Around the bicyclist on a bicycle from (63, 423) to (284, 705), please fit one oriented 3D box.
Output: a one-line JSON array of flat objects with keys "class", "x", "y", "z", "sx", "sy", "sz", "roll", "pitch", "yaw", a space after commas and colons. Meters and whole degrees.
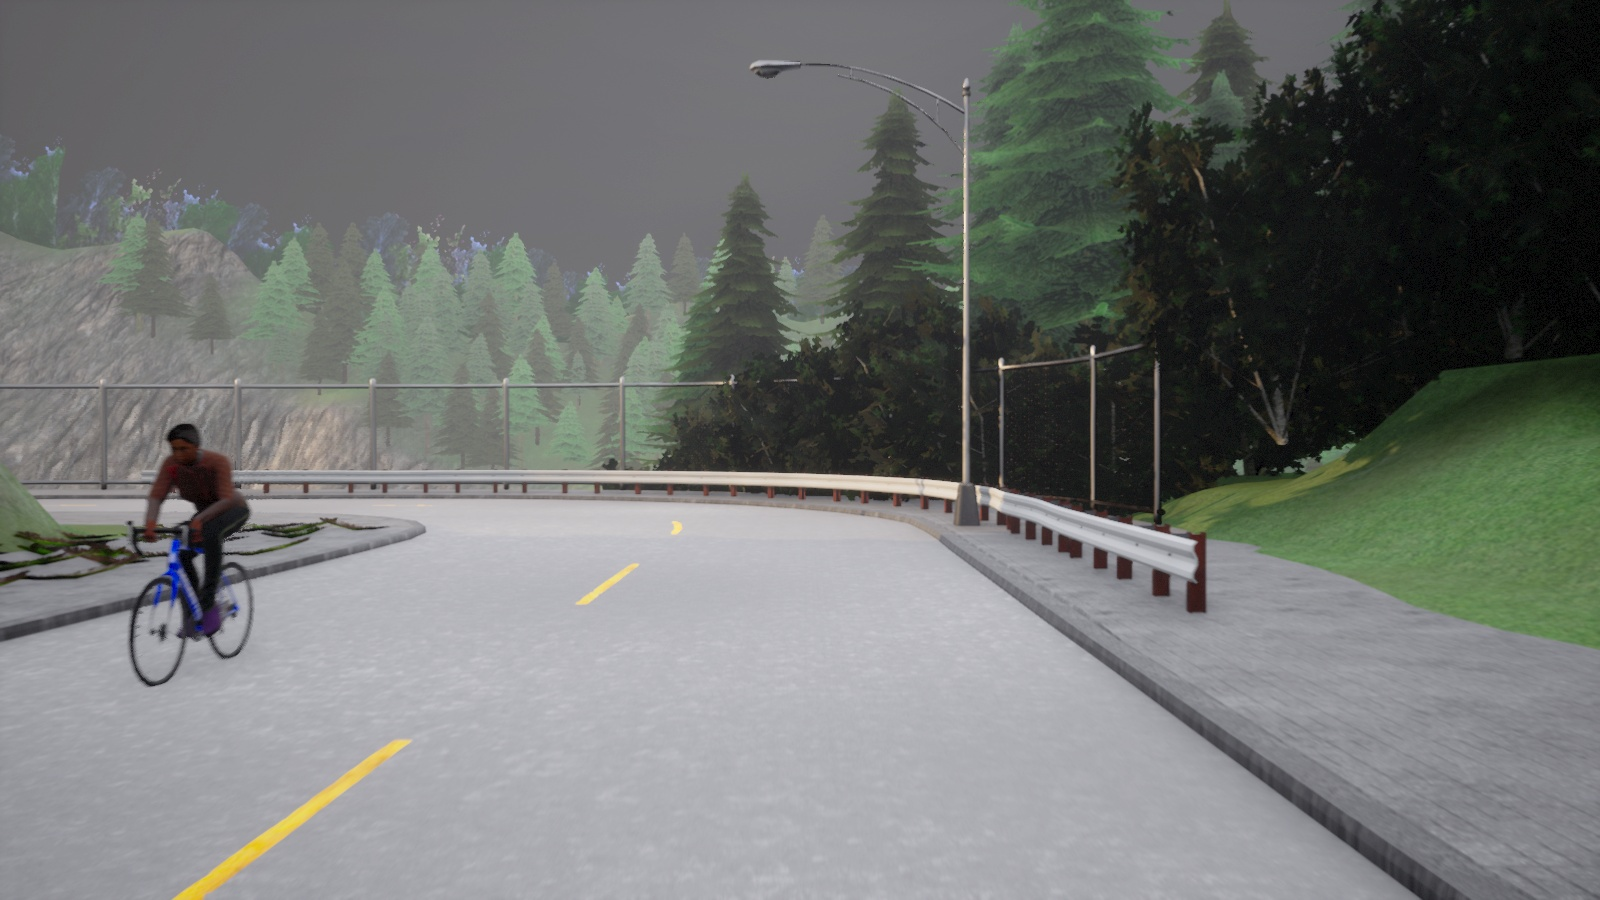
[{"class": "bicyclist on a bicycle", "x": -3.947, "y": 0.648, "z": 8.057, "sx": 0.582, "sy": 1.620, "sz": 1.656, "roll": 0, "pitch": 1, "yaw": 0}]
